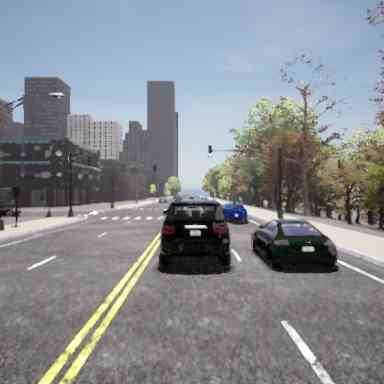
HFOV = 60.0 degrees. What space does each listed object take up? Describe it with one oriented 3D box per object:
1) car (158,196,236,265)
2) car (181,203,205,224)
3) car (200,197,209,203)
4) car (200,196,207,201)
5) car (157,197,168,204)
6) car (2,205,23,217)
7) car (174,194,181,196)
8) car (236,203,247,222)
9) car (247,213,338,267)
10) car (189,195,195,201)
[{"bbox_3d":[0.094,1.277,12.089,2.150,2.045,5.566,0,0,0],"label":"car"},{"bbox_3d":[0.088,1.652,27.173,1.812,1.442,4.674,0,0,0],"label":"car"},{"bbox_3d":[3.208,1.912,85.047,2.033,1.411,5.357,0,0,0],"label":"car"},{"bbox_3d":[3.203,1.852,95.496,1.895,1.301,4.718,0,0,0],"label":"car"},{"bbox_3d":[-6.535,1.863,74.958,2.128,1.511,4.902,0,0,0],"label":"car"},{"bbox_3d":[-19.971,1.979,34.600,4.313,1.339,1.947,-1,1,0],"label":"car"},{"bbox_3d":[-3.285,1.563,74.931,2.150,2.045,5.566,0,0,0],"label":"car"},{"bbox_3d":[3.339,1.604,27.333,1.882,1.535,5.008,0,0,0],"label":"car"},{"bbox_3d":[3.343,1.618,11.569,1.994,1.385,4.181,0,0,0],"label":"car"},{"bbox_3d":[-0.047,1.757,95.464,1.837,1.490,4.892,0,0,0],"label":"car"}]
